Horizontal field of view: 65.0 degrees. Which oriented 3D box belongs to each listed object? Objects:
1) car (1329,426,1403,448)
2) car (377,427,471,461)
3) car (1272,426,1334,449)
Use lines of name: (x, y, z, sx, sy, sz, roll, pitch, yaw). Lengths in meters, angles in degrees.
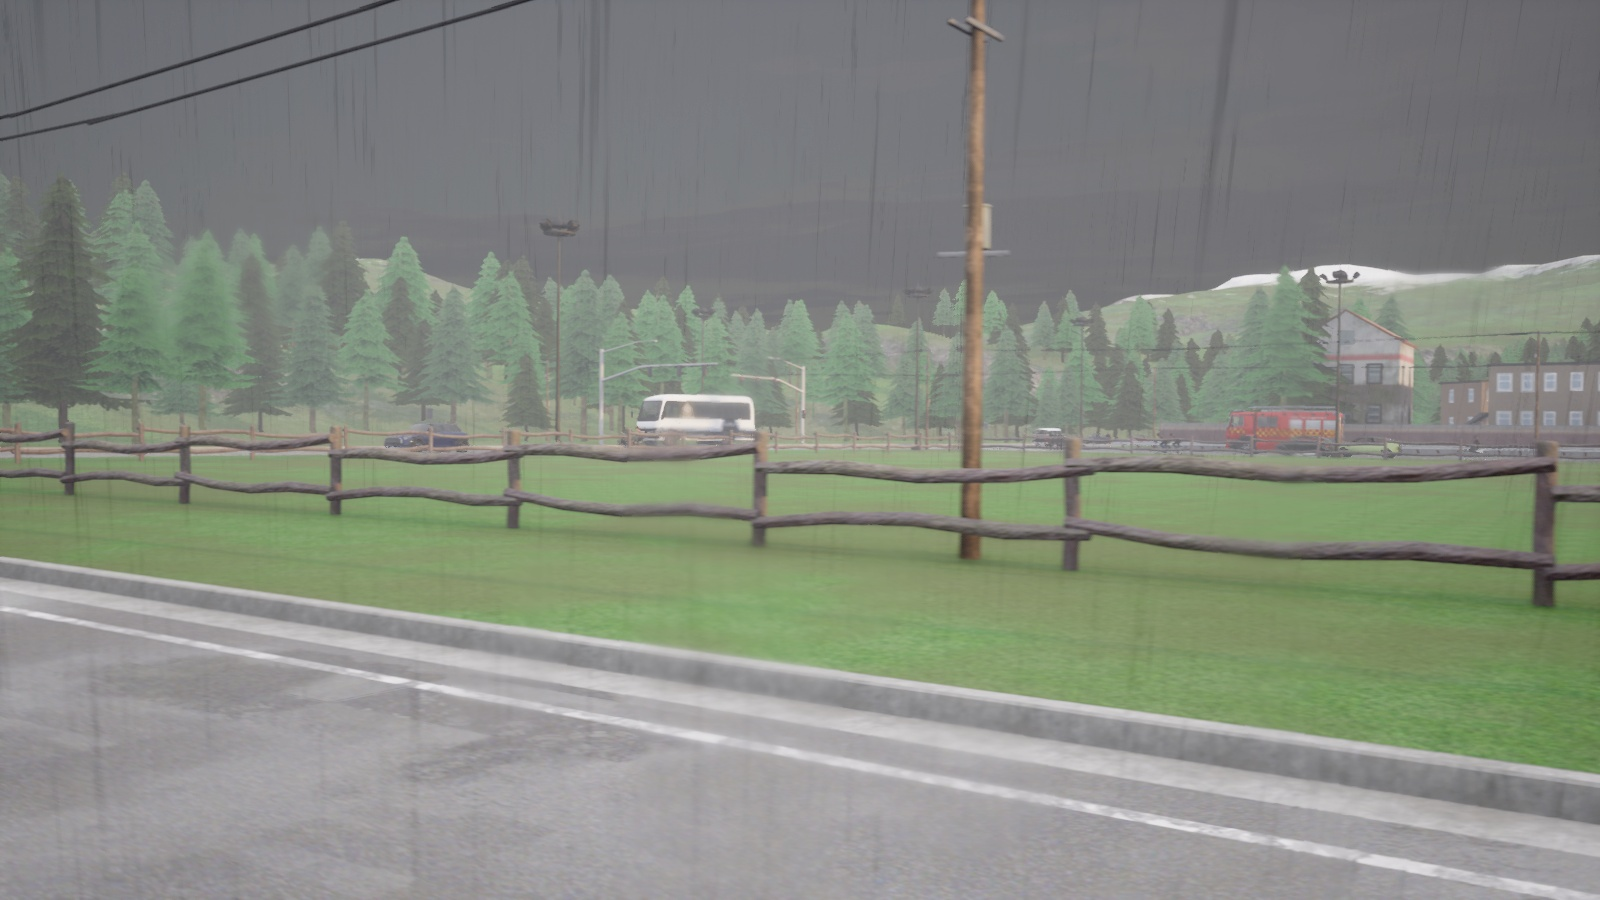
car: (40.081, -0.955, 89.004, 4.514, 1.525, 2.007, 0, 1, 34)
car: (-20.259, -0.345, 67.852, 2.097, 1.767, 4.553, 0, 1, 34)
car: (35.249, -0.879, 88.033, 3.705, 1.549, 1.789, 0, 1, 34)
